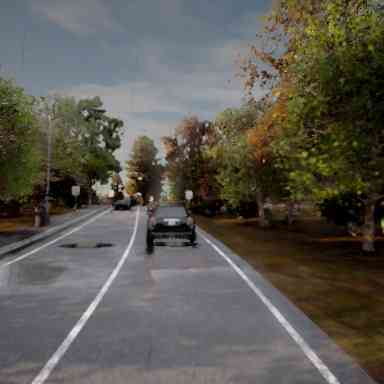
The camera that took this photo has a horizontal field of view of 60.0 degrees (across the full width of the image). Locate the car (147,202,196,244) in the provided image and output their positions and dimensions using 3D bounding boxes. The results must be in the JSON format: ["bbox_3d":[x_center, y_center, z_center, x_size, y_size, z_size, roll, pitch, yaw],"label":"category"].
[{"bbox_3d":[-1.071,1.344,15.897,2.097,1.767,4.553,0,-1,-6],"label":"car"}]

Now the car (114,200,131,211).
[{"bbox_3d":[-8.366,1.592,40.343,1.895,1.301,4.718,1,0,-9],"label":"car"}]

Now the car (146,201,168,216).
[{"bbox_3d":[-3.638,1.627,33.878,1.895,1.301,4.718,1,0,-9],"label":"car"}]
